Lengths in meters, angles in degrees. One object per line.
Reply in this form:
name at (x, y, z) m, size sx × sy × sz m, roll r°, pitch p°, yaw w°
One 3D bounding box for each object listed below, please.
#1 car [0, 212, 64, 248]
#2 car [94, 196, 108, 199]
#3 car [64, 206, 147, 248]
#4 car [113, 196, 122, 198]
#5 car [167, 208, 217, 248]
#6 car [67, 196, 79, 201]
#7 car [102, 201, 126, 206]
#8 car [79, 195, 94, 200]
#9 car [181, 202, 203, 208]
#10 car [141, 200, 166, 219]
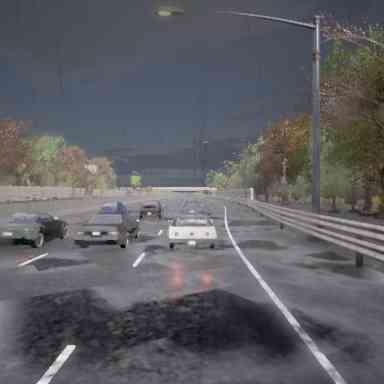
car at (-7.000, 1.572, 14.651) m, size 1.994 × 1.385 × 4.181 m, roll 0°, pitch 0°, yaw 0°
car at (-21.000, 1.654, 78.838) m, size 1.895 × 1.301 × 4.718 m, roll 0°, pitch 0°, yaw 0°
car at (-3.500, 1.563, 14.651) m, size 2.033 × 1.411 × 5.357 m, roll 0°, pitch 0°, yaw 0°
car at (-17.500, 1.584, 78.868) m, size 2.128 × 1.511 × 4.902 m, roll 0°, pitch 0°, yaw 0°
car at (0.000, 1.616, 14.681) m, size 1.895 × 1.301 × 4.718 m, roll 0°, pitch 0°, yaw 0°
car at (-28.000, 1.654, 78.838) m, size 1.895 × 1.301 × 4.718 m, roll 0°, pitch 0°, yaw 0°
car at (-7.000, 1.542, 29.651) m, size 1.812 × 1.442 × 4.674 m, roll 0°, pitch 0°, yaw 0°
car at (-24.500, 1.414, 78.899) m, size 2.097 × 1.767 × 4.553 m, roll 0°, pitch 0°, yaw 0°
car at (0.000, 1.582, 29.651) m, size 1.994 × 1.385 × 4.181 m, roll 0°, pitch 0°, yaw 0°
car at (-3.500, 1.526, 29.651) m, size 1.837 × 1.490 × 4.892 m, roll 0°, pitch 0°, yaw 0°
